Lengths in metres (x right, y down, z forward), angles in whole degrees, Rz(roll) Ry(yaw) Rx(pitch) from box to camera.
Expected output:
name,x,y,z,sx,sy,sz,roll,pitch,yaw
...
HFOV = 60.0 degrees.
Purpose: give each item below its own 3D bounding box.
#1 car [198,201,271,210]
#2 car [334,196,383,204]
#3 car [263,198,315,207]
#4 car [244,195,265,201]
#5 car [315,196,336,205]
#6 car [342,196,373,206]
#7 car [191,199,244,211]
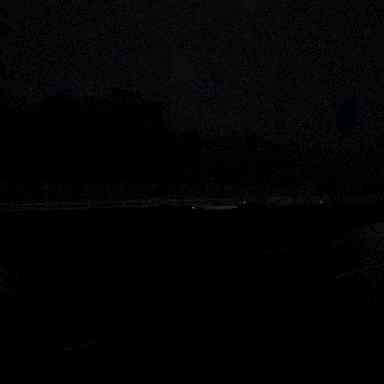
name,x,y,z,sx,sy,sz,roll,pitch,yaw
car,3.034,1.551,23.350,4.718,1.301,1.895,0,0,-35
car,16.853,1.443,33.200,5.357,1.411,2.033,0,0,-35
car,9.453,1.443,32.219,4.674,1.442,1.812,0,0,-35
car,7.058,1.263,39.101,4.553,1.767,2.097,0,0,-35
car,16.414,1.234,41.474,4.553,1.767,2.097,0,0,-35
car,26.287,1.394,52.708,5.357,1.411,2.033,0,0,-35
car,2.281,1.539,31.409,4.718,1.301,1.895,0,0,-35
